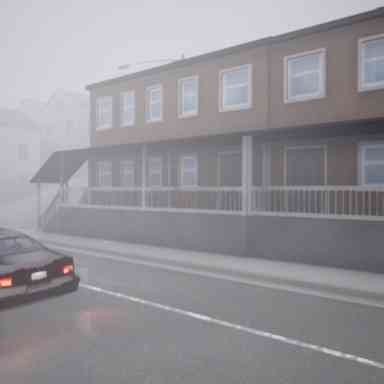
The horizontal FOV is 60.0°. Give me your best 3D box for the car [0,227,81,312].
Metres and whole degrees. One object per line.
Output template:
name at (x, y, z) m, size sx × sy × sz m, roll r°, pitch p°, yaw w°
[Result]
car at (-4.736, 1.509, 7.343) m, size 5.357 × 1.411 × 2.033 m, roll 0°, pitch 0°, yaw 36°
